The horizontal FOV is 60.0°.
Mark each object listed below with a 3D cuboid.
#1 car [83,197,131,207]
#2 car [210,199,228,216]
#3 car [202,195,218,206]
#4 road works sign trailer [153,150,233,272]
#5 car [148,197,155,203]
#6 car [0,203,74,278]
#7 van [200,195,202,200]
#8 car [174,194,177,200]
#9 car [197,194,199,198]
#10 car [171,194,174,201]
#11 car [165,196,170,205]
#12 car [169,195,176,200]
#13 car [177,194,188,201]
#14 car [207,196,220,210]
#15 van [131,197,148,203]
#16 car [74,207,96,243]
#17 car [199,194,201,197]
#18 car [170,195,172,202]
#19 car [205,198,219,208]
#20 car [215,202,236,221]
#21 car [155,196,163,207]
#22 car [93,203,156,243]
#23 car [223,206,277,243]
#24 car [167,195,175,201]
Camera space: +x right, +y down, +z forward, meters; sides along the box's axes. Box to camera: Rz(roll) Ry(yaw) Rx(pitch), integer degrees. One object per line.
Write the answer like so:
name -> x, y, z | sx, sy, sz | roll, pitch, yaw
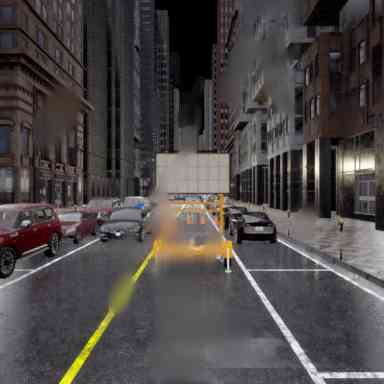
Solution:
car -> -5.707, 1.319, 21.479 | 2.192, 1.841, 5.009 | 0, 0, 0
car -> 2.831, 1.557, 27.072 | 2.008, 1.369, 4.403 | 0, 0, 0
car -> 2.873, 1.331, 43.878 | 2.192, 1.841, 5.009 | 0, 0, 0
road works sign trailer -> 0.025, 0.465, 10.726 | 2.380, 3.560, 2.880 | 0, 0, 0
car -> -5.667, 1.538, 38.113 | 1.752, 1.417, 4.829 | 0, 0, 0
car -> -5.735, 1.316, 10.275 | 2.192, 1.841, 5.009 | 0, 0, 0
van -> 2.915, 1.370, 60.685 | 1.690, 1.788, 3.998 | 0, 0, 0
car -> -5.555, 1.601, 83.097 | 2.008, 1.369, 4.403 | 0, 0, 0
car -> 2.998, 1.606, 94.297 | 1.887, 1.381, 4.507 | 0, 0, 0
car -> -5.583, 1.605, 71.894 | 1.947, 1.339, 4.313 | 0, 0, 0
car -> -5.611, 1.470, 60.691 | 1.967, 1.590, 4.097 | 0, 0, 0
car -> -5.527, 1.606, 94.300 | 1.887, 1.381, 4.507 | 0, 0, 0
car -> -2.782, 1.533, 88.143 | 1.882, 1.535, 5.008 | 0, 0, 0
car -> 2.845, 1.449, 32.675 | 1.967, 1.590, 4.097 | 0, 0, 0
van -> -5.680, 1.350, 32.681 | 1.690, 1.788, 3.998 | 0, 0, 0
car -> -5.722, 1.584, 15.876 | 1.802, 1.307, 4.206 | 0, 0, 0
car -> 2.942, 1.621, 71.889 | 1.802, 1.307, 4.206 | 0, 0, 0
car -> -5.597, 1.616, 66.291 | 1.802, 1.307, 4.206 | 0, 0, 0
car -> 2.886, 1.602, 49.481 | 1.802, 1.307, 4.206 | 0, 0, 0
car -> 2.817, 1.570, 21.470 | 1.947, 1.339, 4.313 | 0, 0, 0
car -> -5.639, 1.461, 49.487 | 1.967, 1.590, 4.097 | 0, 0, 0
car -> -3.062, 1.507, 16.220 | 1.837, 1.490, 4.892 | 0, 0, 0
car -> 2.803, 1.568, 15.868 | 1.947, 1.339, 4.313 | 0, 0, 0
car -> -5.542, 1.581, 88.528 | 1.752, 1.417, 4.829 | 0, 0, 0
